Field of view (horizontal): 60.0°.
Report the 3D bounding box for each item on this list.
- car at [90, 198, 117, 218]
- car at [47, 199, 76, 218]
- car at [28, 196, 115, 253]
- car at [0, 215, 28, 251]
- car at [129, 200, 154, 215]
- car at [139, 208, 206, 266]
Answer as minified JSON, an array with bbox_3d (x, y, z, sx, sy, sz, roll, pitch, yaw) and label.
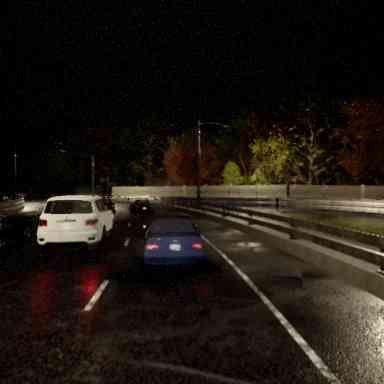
[{"bbox_3d":[-8.035,1.343,30.149,2.128,1.511,4.902,0,0,-16],"label":"car"},{"bbox_3d":[-11.570,1.423,29.808,1.994,1.385,4.181,0,0,-16],"label":"car"},{"bbox_3d":[-4.513,1.157,13.664,2.150,2.045,5.566,0,1,-8],"label":"car"},{"bbox_3d":[-7.979,1.544,13.109,1.895,1.301,4.718,0,0,-8],"label":"car"},{"bbox_3d":[-4.770,1.402,31.444,1.994,1.385,4.181,0,0,-16],"label":"car"},{"bbox_3d":[-0.700,1.487,11.316,2.033,1.411,5.357,0,0,-6],"label":"car"}]
